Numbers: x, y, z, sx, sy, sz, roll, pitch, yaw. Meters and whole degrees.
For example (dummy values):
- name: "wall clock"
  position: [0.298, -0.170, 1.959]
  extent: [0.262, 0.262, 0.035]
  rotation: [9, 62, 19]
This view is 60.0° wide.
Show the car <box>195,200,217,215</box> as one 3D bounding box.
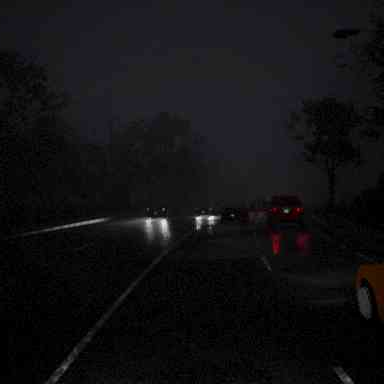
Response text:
- name: "car"
  position: [1.861, 1.539, 34.072]
  extent: [2.033, 1.411, 5.357]
  rotation: [0, 0, 17]

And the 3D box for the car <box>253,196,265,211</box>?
- name: "car"
  position: [8.528, 1.508, 41.581]
  extent: [2.128, 1.511, 4.902]
  rotation: [0, 0, 22]

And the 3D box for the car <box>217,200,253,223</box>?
- name: "car"
  position: [3.369, 1.481, 25.447]
  extent: [1.882, 1.535, 5.008]
  rotation: [0, 0, 13]

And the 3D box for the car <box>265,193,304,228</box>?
- name: "car"
  position: [6.269, 1.238, 22.651]
  extent: [2.150, 2.045, 5.566]
  rotation: [0, 0, 12]

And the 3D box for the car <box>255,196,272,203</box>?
- name: "car"
  position: [14.714, 1.540, 68.491]
  extent: [1.812, 1.442, 4.674]
  rotation: [0, 0, 32]

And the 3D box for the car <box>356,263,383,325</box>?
- name: "car"
  position: [3.824, 1.487, 4.043]
  extent: [1.882, 1.535, 5.008]
  rotation: [0, 0, 2]

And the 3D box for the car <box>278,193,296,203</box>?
- name: "car"
  position: [20.174, 1.242, 70.328]
  extent: [2.150, 2.045, 5.566]
  rotation: [0, 0, 34]

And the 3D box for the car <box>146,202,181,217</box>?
- name: "car"
  position: [-2.605, 1.576, 31.223]
  extent: [1.895, 1.301, 4.718]
  rotation: [0, 0, 16]
